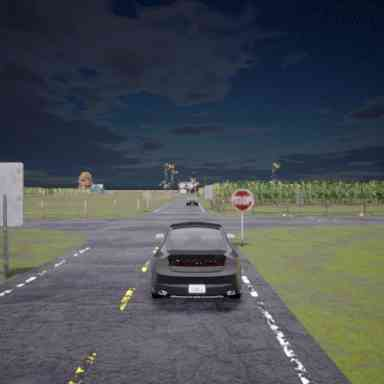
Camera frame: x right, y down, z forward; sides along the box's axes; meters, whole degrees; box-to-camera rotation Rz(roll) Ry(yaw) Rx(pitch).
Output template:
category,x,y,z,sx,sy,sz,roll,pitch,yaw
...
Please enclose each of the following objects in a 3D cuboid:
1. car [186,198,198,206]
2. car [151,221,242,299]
category,x,y,z,sx,sy,sz,roll,pitch,yaw
car,0.039,1.555,54.506,1.895,1.301,4.718,0,0,0
car,0.088,1.502,8.432,1.837,1.490,4.892,0,0,0
